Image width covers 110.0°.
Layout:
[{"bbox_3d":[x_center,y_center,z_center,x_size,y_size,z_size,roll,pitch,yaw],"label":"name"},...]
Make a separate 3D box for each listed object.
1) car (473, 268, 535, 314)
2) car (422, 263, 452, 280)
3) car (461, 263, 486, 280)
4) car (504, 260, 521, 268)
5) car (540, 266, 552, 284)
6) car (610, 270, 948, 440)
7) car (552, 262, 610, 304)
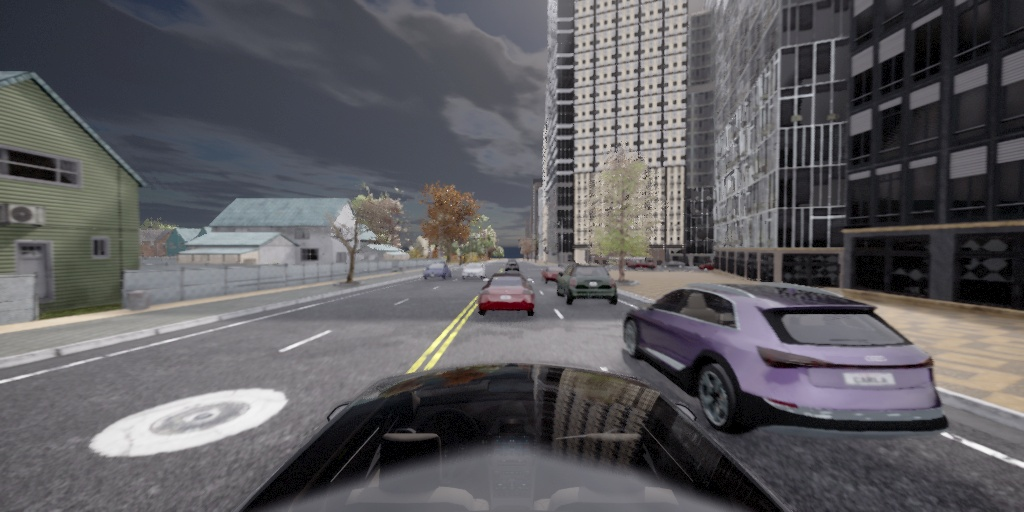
[{"bbox_3d":[-0.165,1.337,13.825,1.994,1.385,4.181,0,0,1],"label":"car"},{"bbox_3d":[-6.582,1.338,32.021,1.812,1.442,4.674,0,0,0],"label":"car"},{"bbox_3d":[-3.333,1.338,32.018,1.812,1.442,4.674,0,0,0],"label":"car"},{"bbox_3d":[0.045,1.352,45.076,1.837,1.490,4.892,0,0,1],"label":"car"},{"bbox_3d":[3.258,1.402,27.559,1.895,1.301,4.718,0,0,0],"label":"car"},{"bbox_3d":[3.252,1.188,5.521,2.033,1.649,4.856,0,0,0],"label":"car"},{"bbox_3d":[3.255,1.130,16.495,2.097,1.767,4.553,0,0,0],"label":"car"}]
